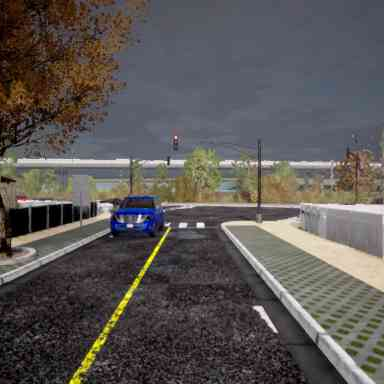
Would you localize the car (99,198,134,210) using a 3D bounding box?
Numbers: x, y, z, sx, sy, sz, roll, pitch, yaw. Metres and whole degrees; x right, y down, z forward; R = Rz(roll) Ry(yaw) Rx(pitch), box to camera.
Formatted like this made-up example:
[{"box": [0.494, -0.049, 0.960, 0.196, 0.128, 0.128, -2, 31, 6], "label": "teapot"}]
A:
[{"box": [-10.415, 1.593, 45.739, 5.008, 1.535, 1.882, -1, 2, 36], "label": "car"}]

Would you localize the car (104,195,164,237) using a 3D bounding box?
[{"box": [-2.822, 1.216, 18.195, 2.150, 2.045, 5.566, 0, 0, 1], "label": "car"}]

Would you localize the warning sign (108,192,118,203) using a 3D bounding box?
[{"box": [-14.285, 0.993, 60.228, 1.060, 1.860, 1.300, 2, 1, 36], "label": "warning sign"}]

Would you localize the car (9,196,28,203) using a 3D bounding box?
[{"box": [-39.011, 1.583, 74.626, 4.892, 1.490, 1.837, -1, 2, 36], "label": "car"}]

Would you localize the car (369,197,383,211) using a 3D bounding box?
[{"box": [16.389, 1.232, 26.274, 4.553, 1.767, 2.097, 0, 2, 36], "label": "car"}]

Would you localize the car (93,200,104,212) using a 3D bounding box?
[{"box": [-11.899, 1.747, 42.797, 4.674, 1.442, 1.812, 0, 2, 38], "label": "car"}]

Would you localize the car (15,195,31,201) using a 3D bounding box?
[{"box": [-31.840, 1.526, 61.384, 5.566, 2.045, 2.150, -1, 1, 36], "label": "car"}]

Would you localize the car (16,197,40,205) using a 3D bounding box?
[{"box": [-32.480, 1.738, 65.882, 4.902, 1.511, 2.128, -1, 2, 36], "label": "car"}]

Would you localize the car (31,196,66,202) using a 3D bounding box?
[{"box": [-21.511, 1.655, 49.771, 4.553, 1.767, 2.097, 0, 2, 36], "label": "car"}]

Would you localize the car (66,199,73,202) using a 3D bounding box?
[{"box": [-18.262, 1.783, 51.441, 4.718, 1.301, 1.895, 0, 2, 36], "label": "car"}]

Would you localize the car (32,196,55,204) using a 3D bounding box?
[{"box": [-30.570, 1.623, 68.506, 4.902, 1.511, 2.128, -1, 2, 36], "label": "car"}]
